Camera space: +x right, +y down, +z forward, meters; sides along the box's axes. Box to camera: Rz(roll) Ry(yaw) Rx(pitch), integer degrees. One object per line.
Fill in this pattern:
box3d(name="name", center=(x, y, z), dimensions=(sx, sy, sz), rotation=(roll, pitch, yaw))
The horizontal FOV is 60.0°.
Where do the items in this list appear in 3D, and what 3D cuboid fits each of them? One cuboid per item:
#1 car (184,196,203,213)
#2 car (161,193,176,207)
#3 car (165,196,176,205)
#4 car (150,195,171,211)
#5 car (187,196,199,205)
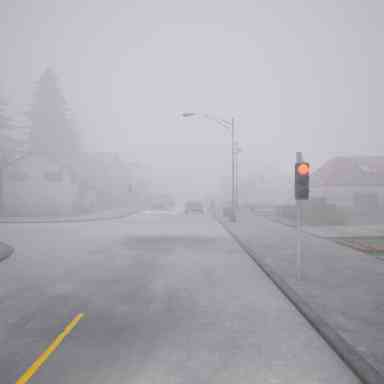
box3d(name="car", center=(0.189, 1.477, 37.002), dimensions=(1.882, 1.535, 5.008), rotation=(0, 0, 0))
box3d(name="car", center=(-4.025, 1.221, 51.756), dimensions=(2.150, 2.045, 5.566), rotation=(0, 0, 0))
box3d(name="car", center=(-3.976, 1.525, 62.102), dimensions=(1.812, 1.442, 4.674), rotation=(0, 0, 0))
box3d(name="car", center=(-4.041, 1.505, 41.707), dimensions=(1.837, 1.490, 4.892), rotation=(0, 0, 0))
box3d(name="car", center=(0.187, 1.491, 60.967), dimensions=(2.128, 1.511, 4.902), rotation=(0, 0, 0))
